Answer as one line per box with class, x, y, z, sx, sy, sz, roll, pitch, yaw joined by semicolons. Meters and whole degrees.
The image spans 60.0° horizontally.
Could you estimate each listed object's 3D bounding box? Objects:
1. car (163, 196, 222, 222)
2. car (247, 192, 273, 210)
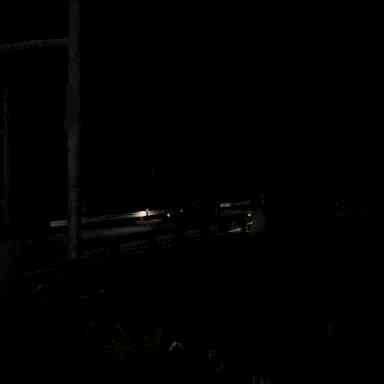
car;0.117;1.091;22.924;2.128;1.511;4.902;0;3;41
car;6.993;0.779;30.623;1.882;1.535;5.008;0;1;42
